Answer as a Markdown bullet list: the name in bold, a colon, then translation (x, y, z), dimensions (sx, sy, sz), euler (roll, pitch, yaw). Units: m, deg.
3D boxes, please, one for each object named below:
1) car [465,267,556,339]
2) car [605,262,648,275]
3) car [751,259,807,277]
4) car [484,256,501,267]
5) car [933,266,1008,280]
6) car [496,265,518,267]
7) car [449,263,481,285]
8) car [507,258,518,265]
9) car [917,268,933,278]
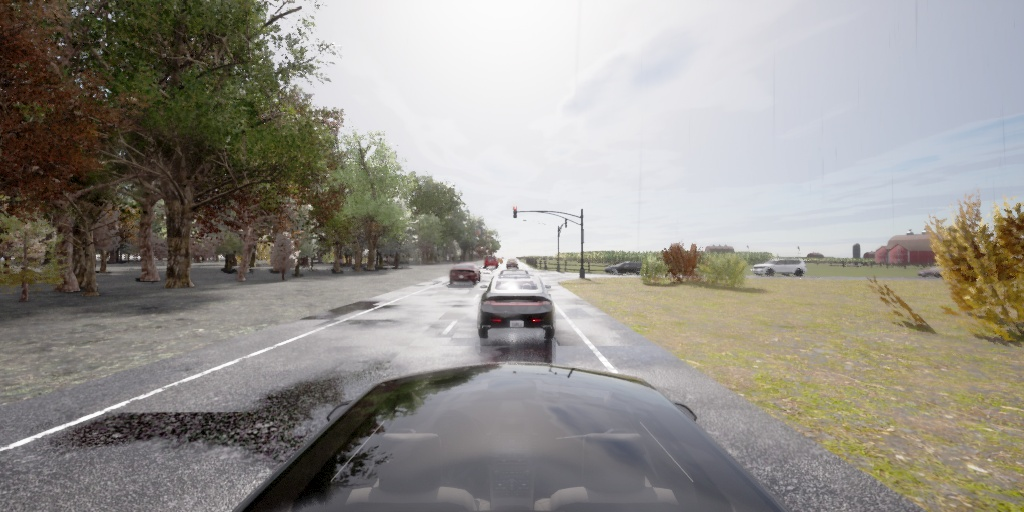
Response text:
- **car**: translation (0.110, 1.244, 10.113), dimensions (2.128, 1.511, 4.902), euler (0, 0, 0)
- **car**: translation (13.330, 1.460, 41.900), dimensions (4.892, 1.490, 1.837), euler (1, -1, 3)
- **car**: translation (30.964, 1.368, 41.600), dimensions (5.566, 2.045, 2.150), euler (1, -1, 0)
- **car**: translation (-3.344, 0.977, 58.694), dimensions (2.150, 2.045, 5.566), euler (0, 0, 0)
- **car**: translation (48.625, 1.825, 37.888), dimensions (5.357, 1.411, 2.033), euler (1, -1, 1)
- **car**: translation (0.119, 1.355, 19.235), dimensions (1.895, 1.301, 4.718), euler (0, 0, 0)
- **car**: translation (-3.376, 1.233, 26.461), dimensions (1.882, 1.535, 5.008), euler (0, 0, 0)
- **car**: translation (0.081, 1.356, 59.160), dimensions (1.895, 1.301, 4.718), euler (0, 0, 1)
- **car**: translation (49.889, 1.877, 41.427), dimensions (4.674, 1.442, 1.812), euler (1, -1, 1)
